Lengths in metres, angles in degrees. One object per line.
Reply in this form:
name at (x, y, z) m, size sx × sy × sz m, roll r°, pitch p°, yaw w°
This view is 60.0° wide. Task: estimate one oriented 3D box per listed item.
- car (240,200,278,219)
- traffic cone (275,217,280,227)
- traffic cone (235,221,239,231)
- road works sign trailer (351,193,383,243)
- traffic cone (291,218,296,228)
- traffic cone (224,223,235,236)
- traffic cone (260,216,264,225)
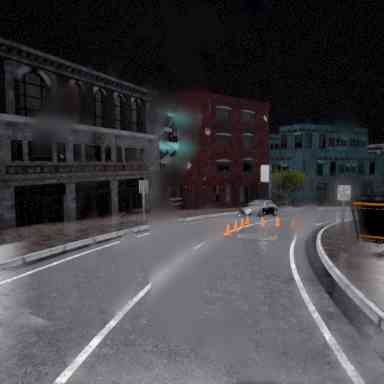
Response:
car at (5.790, 1.407, 28.380) m, size 2.128 × 1.511 × 4.902 m, roll 3°, pitch 1°, yaw 35°
traffic cone at (5.674, 1.971, 22.019) m, size 0.340 × 0.580 × 0.340 m, roll 2°, pitch 1°, yaw 18°
traffic cone at (2.494, 1.903, 18.887) m, size 0.340 × 0.580 × 0.340 m, roll 2°, pitch 1°, yaw 19°
road works sign trailer at (7.116, 1.154, 10.558) m, size 3.560 × 2.380 × 2.880 m, roll 2°, pitch 45°, yaw 37°
traffic cone at (6.620, 2.009, 21.699) m, size 0.340 × 0.580 × 0.340 m, roll 2°, pitch 1°, yaw 19°
traffic cone at (1.844, 1.904, 16.996) m, size 0.340 × 0.580 × 0.340 m, roll 2°, pitch 0°, yaw 19°
traffic cone at (4.734, 1.933, 22.341) m, size 0.340 × 0.580 × 0.340 m, roll 2°, pitch 1°, yaw 19°
